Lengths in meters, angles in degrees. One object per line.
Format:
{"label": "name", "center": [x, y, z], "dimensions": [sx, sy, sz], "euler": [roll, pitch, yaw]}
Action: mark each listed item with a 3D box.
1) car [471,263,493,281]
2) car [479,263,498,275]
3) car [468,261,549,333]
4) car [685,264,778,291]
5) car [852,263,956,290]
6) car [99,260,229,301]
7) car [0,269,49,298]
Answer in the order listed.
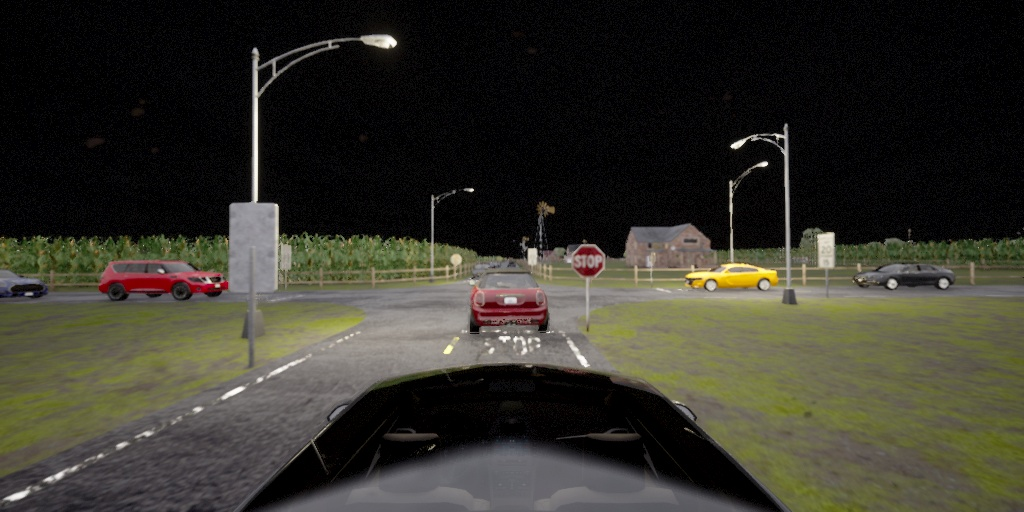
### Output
{"label": "car", "center": [-2.827, 1.495, 34.632], "dimensions": [1.837, 1.490, 4.892], "euler": [0, 0, -1]}
{"label": "car", "center": [-2.842, 1.632, 44.588], "dimensions": [1.994, 1.385, 4.181], "euler": [0, 0, 1]}
{"label": "car", "center": [-0.275, 1.167, 11.201], "dimensions": [2.097, 1.767, 4.553], "euler": [0, -1, -6]}
{"label": "car", "center": [12.945, 1.244, 21.351], "dimensions": [5.008, 1.535, 1.882], "euler": [-1, -1, 0]}
{"label": "car", "center": [23.047, 1.180, 21.216], "dimensions": [4.892, 1.490, 1.837], "euler": [-1, -1, 1]}
{"label": "car", "center": [-18.282, 1.241, 18.962], "dimensions": [5.566, 2.045, 2.150], "euler": [-1, -1, 1]}
{"label": "car", "center": [-27.936, 1.460, 19.122], "dimensions": [4.553, 1.767, 2.097], "euler": [-1, -1, 1]}
